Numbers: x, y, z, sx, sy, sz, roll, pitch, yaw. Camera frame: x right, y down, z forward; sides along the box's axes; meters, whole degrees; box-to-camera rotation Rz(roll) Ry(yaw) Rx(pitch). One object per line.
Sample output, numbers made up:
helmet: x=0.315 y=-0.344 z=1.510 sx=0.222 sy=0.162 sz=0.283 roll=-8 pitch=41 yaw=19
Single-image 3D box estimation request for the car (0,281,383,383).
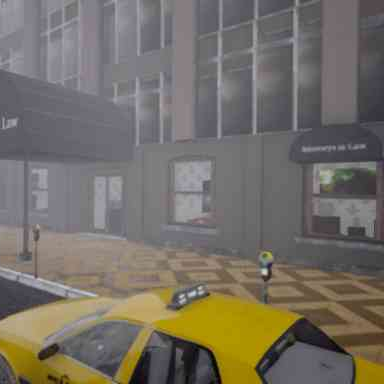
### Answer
car: x=-0.247 y=1.510 z=3.047 sx=4.829 sy=1.417 sz=1.752 roll=1 pitch=1 yaw=36
